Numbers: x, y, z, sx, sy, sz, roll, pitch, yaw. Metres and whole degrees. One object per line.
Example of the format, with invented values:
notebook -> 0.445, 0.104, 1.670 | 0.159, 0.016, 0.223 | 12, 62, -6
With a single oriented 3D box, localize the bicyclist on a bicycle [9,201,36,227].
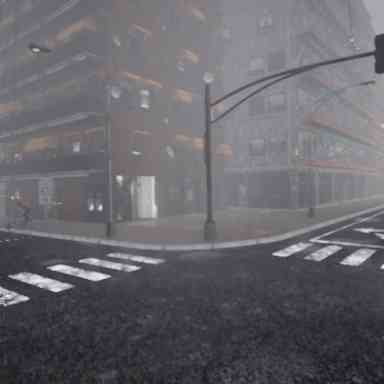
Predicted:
bicyclist on a bicycle -> -10.610, 1.363, 20.845 | 0.582, 1.620, 1.656 | -1, 1, 38
